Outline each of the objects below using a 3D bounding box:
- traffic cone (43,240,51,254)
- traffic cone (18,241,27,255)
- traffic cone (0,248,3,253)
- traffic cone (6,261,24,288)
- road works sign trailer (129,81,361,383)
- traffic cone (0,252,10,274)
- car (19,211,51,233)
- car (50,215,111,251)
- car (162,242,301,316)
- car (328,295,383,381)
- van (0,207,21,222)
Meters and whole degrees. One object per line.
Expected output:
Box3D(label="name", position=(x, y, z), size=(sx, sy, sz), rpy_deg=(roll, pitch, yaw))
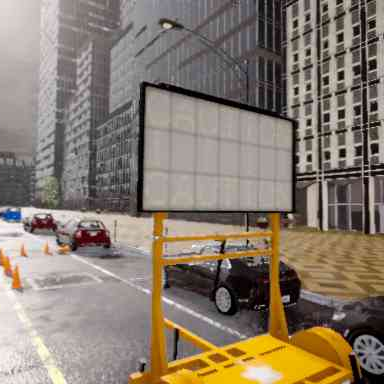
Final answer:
Box3D(label="traffic cone", position=(-6.590, 2.490, 15.126), size=(0.340, 0.580, 0.340), rpy_deg=(3, -3, -35))
Box3D(label="traffic cone", position=(-7.409, 2.451, 14.553), size=(0.340, 0.580, 0.340), rpy_deg=(3, -3, -35))
Box3D(label="traffic cone", position=(-7.081, 2.364, 12.343), size=(0.340, 0.580, 0.340), rpy_deg=(3, -3, -35))
Box3D(label="traffic cone", position=(-4.787, 2.267, 9.068), size=(0.340, 0.580, 0.340), rpy_deg=(3, -3, -35))
Box3D(label="road works sign trailer", position=(0.291, 0.657, 4.137), size=(2.380, 3.560, 2.880), rpy_deg=(3, -3, -35))
Box3D(label="traffic cone", position=(-5.934, 2.315, 10.705), size=(0.340, 0.580, 0.340), rpy_deg=(3, -3, -35))
Box3D(label="car", position=(-12.185, 2.358, 26.594), size=(1.967, 1.590, 4.097), rpy_deg=(4, -4, -35))
Box3D(label="car", position=(-5.796, 2.087, 17.471), size=(1.967, 1.590, 4.097), rpy_deg=(4, -4, -35))
Box3D(label="car", position=(0.590, 1.927, 8.345), size=(2.008, 1.369, 4.403), rpy_deg=(4, -4, -35))
Box3D(label="car", position=(3.783, 1.791, 3.785), size=(2.008, 1.369, 4.403), rpy_deg=(4, -4, -35))
Box3D(label="van", position=(-21.765, 2.668, 40.281), size=(1.690, 1.788, 3.998), rpy_deg=(4, -4, -35))
